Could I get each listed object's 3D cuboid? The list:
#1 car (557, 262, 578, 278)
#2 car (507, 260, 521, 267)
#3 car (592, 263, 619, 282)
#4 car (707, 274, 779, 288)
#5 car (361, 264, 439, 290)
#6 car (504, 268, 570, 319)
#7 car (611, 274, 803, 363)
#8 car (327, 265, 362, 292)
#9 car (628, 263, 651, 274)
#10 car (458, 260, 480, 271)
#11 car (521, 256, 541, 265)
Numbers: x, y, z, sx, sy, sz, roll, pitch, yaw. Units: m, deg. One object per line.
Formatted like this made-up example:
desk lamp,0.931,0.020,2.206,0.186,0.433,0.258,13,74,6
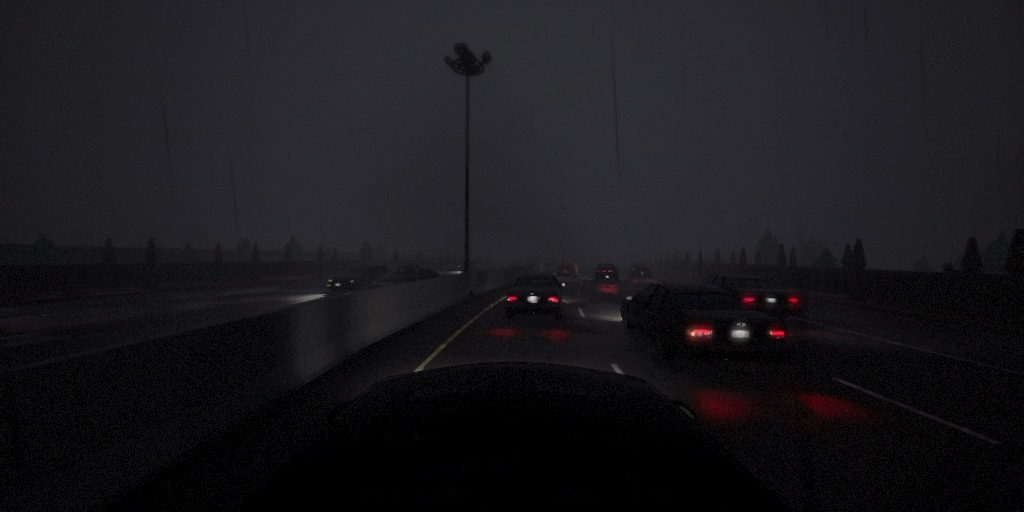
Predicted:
car,5.549,1.313,35.851,1.882,1.535,5.008,0,0,13
car,0.559,1.404,62.294,2.033,1.411,5.357,0,0,13
car,7.789,1.342,29.770,1.837,1.490,4.892,0,0,12
car,7.970,1.358,13.010,2.033,1.411,5.357,0,0,8
car,-5.420,1.241,18.876,2.128,1.511,4.902,0,0,10
car,0.918,1.321,12.963,2.033,1.411,5.357,0,0,8
car,3.943,1.329,8.358,2.033,1.411,5.357,0,0,5
car,-8.595,1.242,20.968,1.837,1.490,4.892,0,0,11
car,12.710,1.399,35.870,1.812,1.442,4.674,0,0,12
car,-5.874,1.306,49.738,1.837,1.490,4.892,0,-1,13
car,3.563,1.073,59.737,2.150,2.045,5.566,0,0,13
